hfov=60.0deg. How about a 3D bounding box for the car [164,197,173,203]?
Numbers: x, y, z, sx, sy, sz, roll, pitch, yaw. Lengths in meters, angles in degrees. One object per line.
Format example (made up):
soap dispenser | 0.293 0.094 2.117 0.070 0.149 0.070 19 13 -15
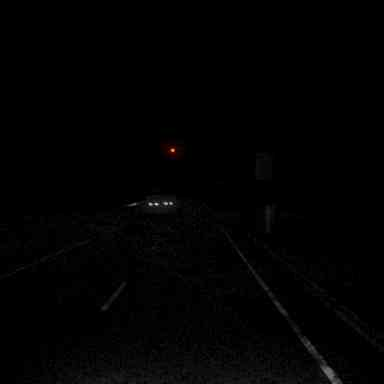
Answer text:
car | -5.684 1.959 80.897 1.994 1.385 4.181 0 0 1

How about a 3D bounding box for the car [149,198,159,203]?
car | -9.186 2.003 80.825 1.895 1.301 4.718 0 0 1
